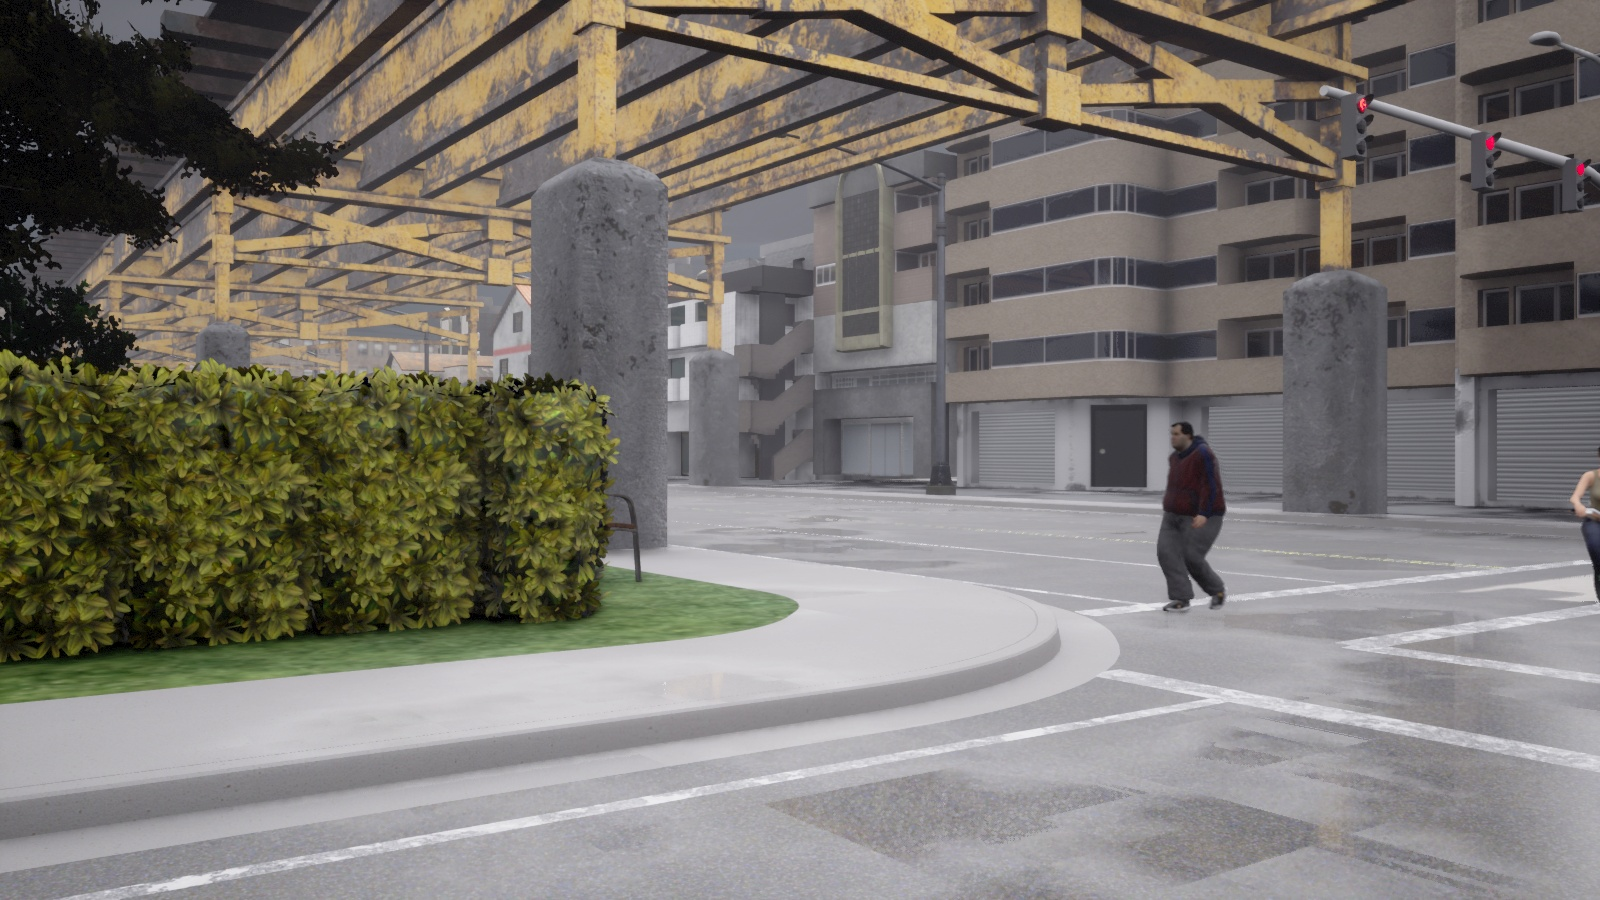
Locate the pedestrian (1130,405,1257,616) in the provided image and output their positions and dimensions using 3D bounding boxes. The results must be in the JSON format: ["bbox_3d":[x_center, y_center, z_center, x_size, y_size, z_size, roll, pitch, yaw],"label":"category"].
[{"bbox_3d":[3.570,0.529,11.419,0.899,1.844,0.634,0,0,-22],"label":"pedestrian"}]

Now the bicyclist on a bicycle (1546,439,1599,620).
[{"bbox_3d":[7.685,0.694,11.655,0.866,1.612,1.509,-4,-1,16],"label":"bicyclist on a bicycle"}]
